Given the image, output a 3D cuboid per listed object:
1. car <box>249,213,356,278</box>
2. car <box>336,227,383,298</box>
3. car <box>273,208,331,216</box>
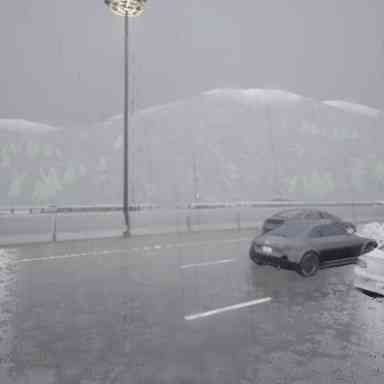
[{"bbox_3d":[3.812,1.560,10.197,4.181,1.385,1.994,0,0,-30],"label":"car"},{"bbox_3d":[5.417,1.533,7.088,4.674,1.442,1.812,0,0,-30],"label":"car"},{"bbox_3d":[5.451,1.499,15.178,4.892,1.490,1.837,0,0,-29],"label":"car"}]
